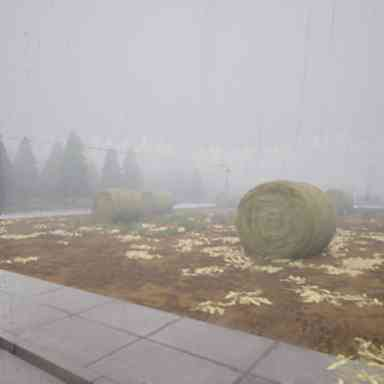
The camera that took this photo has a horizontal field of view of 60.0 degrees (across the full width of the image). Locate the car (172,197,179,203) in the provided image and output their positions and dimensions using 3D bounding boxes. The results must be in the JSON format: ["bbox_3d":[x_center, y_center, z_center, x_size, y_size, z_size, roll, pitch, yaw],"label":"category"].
[{"bbox_3d":[-4.337,1.593,61.216,1.837,1.490,4.892,-1,0,37],"label":"car"}]
